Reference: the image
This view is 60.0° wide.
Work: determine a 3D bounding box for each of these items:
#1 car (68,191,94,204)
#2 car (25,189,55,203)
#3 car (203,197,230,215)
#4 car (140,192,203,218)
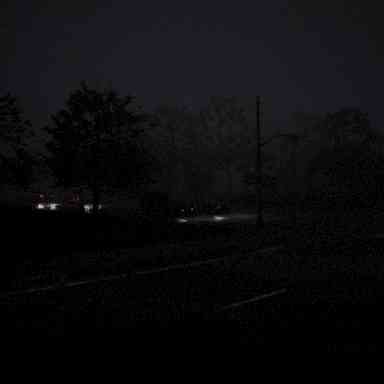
[{"bbox_3d":[-14.150,0.690,43.057,5.008,1.535,1.882,3,3,39],"label":"car"},{"bbox_3d":[-19.620,0.454,43.007,4.553,1.767,2.097,3,3,39],"label":"car"},{"bbox_3d":[1.154,1.210,30.598,5.008,1.535,1.882,1,2,39],"label":"car"},{"bbox_3d":[-2.125,1.011,28.747,5.566,2.045,2.150,1,2,39],"label":"car"}]
